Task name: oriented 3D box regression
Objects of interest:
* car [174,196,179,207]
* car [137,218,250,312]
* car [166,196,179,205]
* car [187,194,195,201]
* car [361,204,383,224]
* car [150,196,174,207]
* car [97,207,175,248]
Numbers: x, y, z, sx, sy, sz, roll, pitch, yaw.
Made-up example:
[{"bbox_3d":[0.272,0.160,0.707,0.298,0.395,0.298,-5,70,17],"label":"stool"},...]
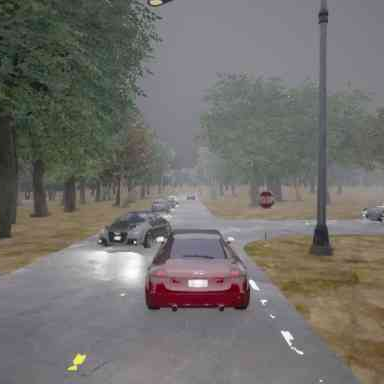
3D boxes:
[{"bbox_3d":[-3.186,1.443,44.490,2.033,1.411,5.357,0,0,0],"label":"car"},{"bbox_3d":[0.092,1.558,7.796,1.994,1.385,4.181,0,0,0],"label":"car"},{"bbox_3d":[-3.205,1.369,54.904,1.812,1.442,4.674,0,0,0],"label":"car"},{"bbox_3d":[-0.163,1.199,75.305,1.837,1.490,4.892,0,0,0],"label":"car"},{"bbox_3d":[13.978,1.272,22.233,4.902,1.511,2.128,-1,1,1],"label":"car"},{"bbox_3d":[-3.170,1.432,34.648,1.837,1.490,4.892,1,0,0],"label":"car"},{"bbox_3d":[-2.359,1.548,14.445,1.994,1.385,4.181,0,0,13],"label":"car"}]
